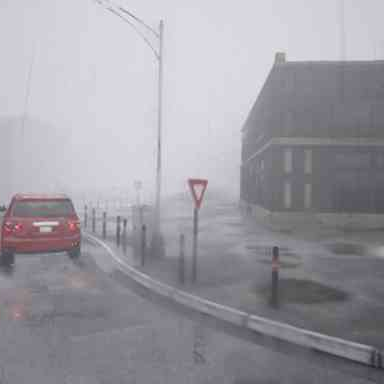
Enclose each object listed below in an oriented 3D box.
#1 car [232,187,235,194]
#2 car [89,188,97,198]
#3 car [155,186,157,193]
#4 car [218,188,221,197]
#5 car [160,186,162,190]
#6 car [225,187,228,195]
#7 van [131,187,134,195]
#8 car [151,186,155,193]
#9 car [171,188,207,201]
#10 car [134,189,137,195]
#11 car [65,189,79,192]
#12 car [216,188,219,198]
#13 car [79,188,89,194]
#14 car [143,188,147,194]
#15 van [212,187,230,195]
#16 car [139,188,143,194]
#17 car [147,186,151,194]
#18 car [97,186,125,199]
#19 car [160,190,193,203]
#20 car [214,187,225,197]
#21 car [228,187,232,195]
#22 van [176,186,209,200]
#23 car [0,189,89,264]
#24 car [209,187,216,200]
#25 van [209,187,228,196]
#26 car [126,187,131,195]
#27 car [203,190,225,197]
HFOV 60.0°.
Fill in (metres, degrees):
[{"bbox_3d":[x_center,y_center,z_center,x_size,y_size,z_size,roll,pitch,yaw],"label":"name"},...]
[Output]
[{"bbox_3d":[8.663,-0.011,92.456,4.792,1.488,2.163,1,1,13],"label":"car"},{"bbox_3d":[-19.735,0.314,58.085,4.674,1.452,2.002,1,1,13],"label":"car"},{"bbox_3d":[-12.461,-0.351,90.361,4.892,1.521,2.231,1,1,13],"label":"car"},{"bbox_3d":[2.572,0.491,65.345,4.892,1.521,2.231,1,1,13],"label":"car"},{"bbox_3d":[-11.856,-0.399,93.050,4.892,1.521,2.231,1,1,13],"label":"car"},{"bbox_3d":[4.408,0.066,73.600,5.566,2.045,2.435,1,1,13],"label":"car"},{"bbox_3d":[-15.984,-0.266,74.195,4.442,1.987,1.878,1,1,13],"label":"van"},{"bbox_3d":[-13.067,-0.302,87.671,4.892,1.521,2.231,1,1,13],"label":"car"},{"bbox_3d":[-0.466,0.631,51.779,4.553,1.767,2.185,1,1,13],"label":"car"},{"bbox_3d":[-15.501,-0.097,76.917,5.008,1.535,2.097,1,1,13],"label":"car"},{"bbox_3d":[-20.917,0.241,52.693,4.553,1.767,2.185,1,1,13],"label":"car"},{"bbox_3d":[1.975,0.543,62.759,5.008,1.535,2.097,1,1,13],"label":"car"},{"bbox_3d":[-20.348,0.322,55.398,5.008,1.535,2.097,1,1,13],"label":"car"},{"bbox_3d":[-14.313,-0.328,82.298,4.553,1.767,2.185,1,1,13],"label":"car"},{"bbox_3d":[7.585,-0.166,86.997,4.442,1.987,1.878,1,1,13],"label":"van"},{"bbox_3d":[-14.918,-0.276,79.609,4.553,1.767,2.185,1,1,13],"label":"car"},{"bbox_3d":[-13.646,-0.378,84.974,4.553,1.767,2.185,1,1,13],"label":"car"},{"bbox_3d":[-14.659,0.066,59.714,2.150,2.045,5.566,1,2,13],"label":"car"},{"bbox_3d":[-1.726,0.865,46.494,4.792,1.488,2.163,1,1,13],"label":"car"},{"bbox_3d":[3.211,0.182,68.043,5.566,2.045,2.435,1,1,13],"label":"car"},{"bbox_3d":[6.274,-0.091,81.596,5.566,2.045,2.435,1,1,13],"label":"car"},{"bbox_3d":[0.032,0.480,54.645,4.442,1.987,1.878,1,1,13],"label":"van"},{"bbox_3d":[-5.348,1.067,11.610,2.150,2.045,5.566,1,1,-28],"label":"car"},{"bbox_3d":[1.373,0.478,59.916,4.553,1.767,2.185,1,1,13],"label":"car"},{"bbox_3d":[6.745,-0.121,84.340,4.442,1.987,1.878,1,1,13],"label":"van"},{"bbox_3d":[-16.526,0.013,71.496,5.366,1.575,1.946,1,1,13],"label":"car"},{"bbox_3d":[5.027,0.304,76.252,4.674,1.452,2.002,1,1,13],"label":"car"}]
